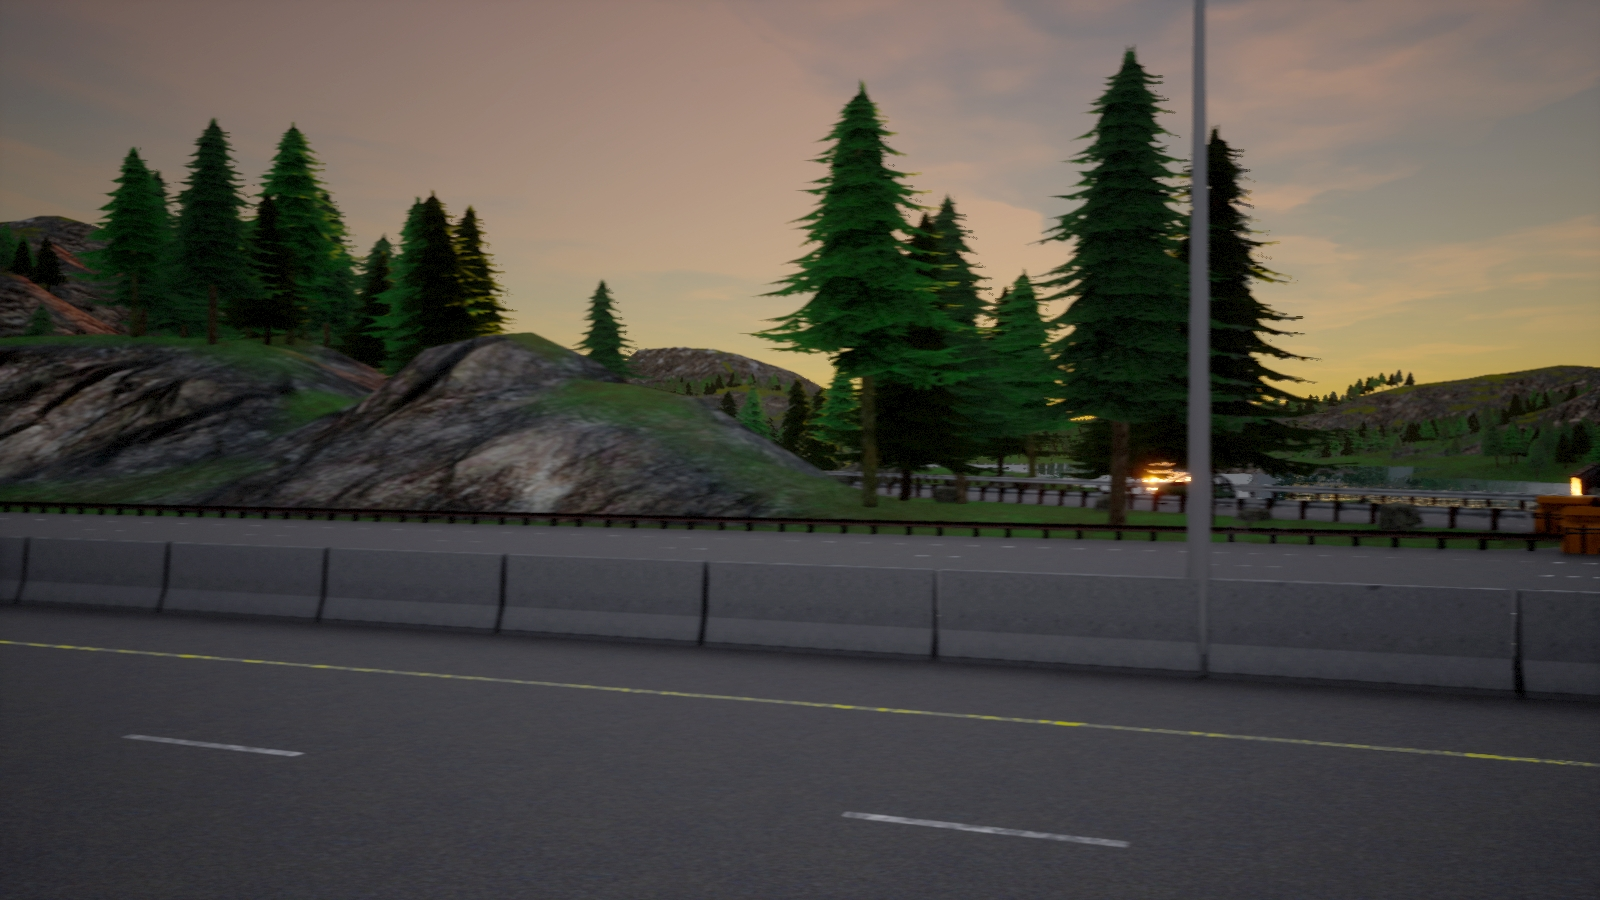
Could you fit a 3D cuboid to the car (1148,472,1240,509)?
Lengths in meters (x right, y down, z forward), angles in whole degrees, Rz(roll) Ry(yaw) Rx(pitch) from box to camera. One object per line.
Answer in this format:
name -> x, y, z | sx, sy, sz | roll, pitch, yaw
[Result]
car -> 19.250, 1.955, 55.947 | 1.851, 1.617, 3.988 | 0, 0, -32
